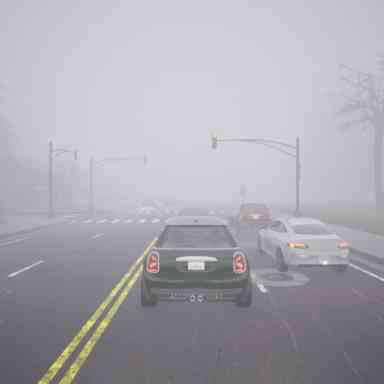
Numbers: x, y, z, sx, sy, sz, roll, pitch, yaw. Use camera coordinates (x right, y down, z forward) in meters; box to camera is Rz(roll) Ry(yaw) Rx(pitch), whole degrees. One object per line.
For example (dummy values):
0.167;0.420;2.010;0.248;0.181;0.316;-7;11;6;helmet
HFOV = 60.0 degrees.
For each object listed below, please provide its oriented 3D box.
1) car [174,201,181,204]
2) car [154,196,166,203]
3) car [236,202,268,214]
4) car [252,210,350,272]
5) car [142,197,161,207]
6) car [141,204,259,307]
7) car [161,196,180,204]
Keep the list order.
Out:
0.071;1.476;17.387;1.882;1.535;5.008;0;0;0;car
-6.396;1.569;67.392;1.895;1.301;4.718;0;0;0;car
3.342;1.351;19.468;2.097;1.767;4.553;0;0;0;car
3.351;1.525;10.674;1.812;1.442;4.674;0;0;0;car
-6.502;1.474;51.121;2.128;1.511;4.902;0;0;0;car
0.090;1.351;8.122;2.097;1.767;4.553;0;0;0;car
-3.256;1.488;50.850;1.837;1.490;4.892;0;0;0;car
